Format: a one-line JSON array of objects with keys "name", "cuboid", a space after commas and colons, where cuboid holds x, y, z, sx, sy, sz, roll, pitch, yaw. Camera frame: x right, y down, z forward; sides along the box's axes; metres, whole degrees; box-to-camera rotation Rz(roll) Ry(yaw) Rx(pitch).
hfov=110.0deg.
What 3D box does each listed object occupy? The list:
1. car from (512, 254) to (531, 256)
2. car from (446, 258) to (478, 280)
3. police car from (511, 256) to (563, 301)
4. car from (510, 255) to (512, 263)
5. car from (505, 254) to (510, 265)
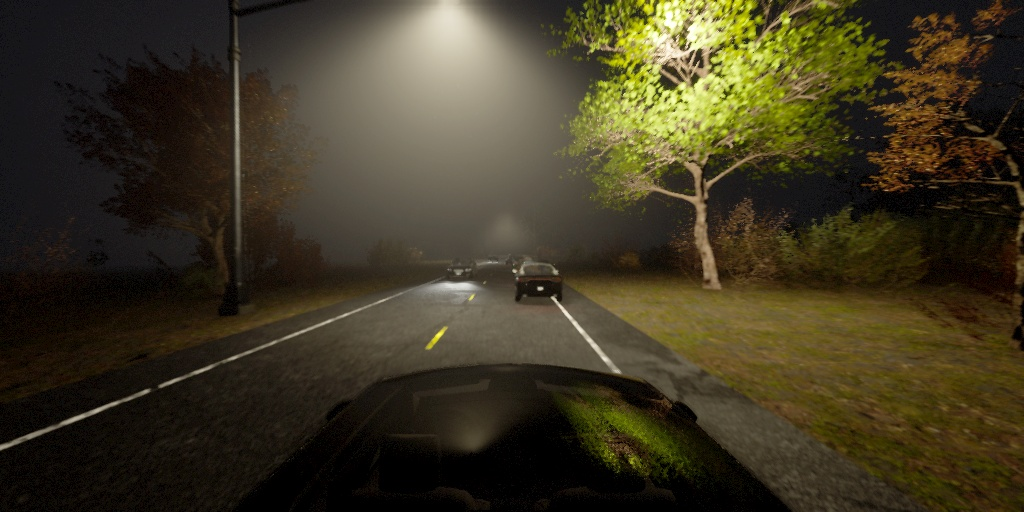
[{"name": "car", "cuboid": [1.062, 0.851, 26.075, 1.801, 1.575, 5.366, 0, 1, 0]}, {"name": "car", "cuboid": [-3.572, 0.883, 26.326, 2.128, 1.511, 4.902, 0, 1, 0]}, {"name": "police car", "cuboid": [1.057, 0.968, 15.994, 1.930, 1.638, 5.238, 0, 1, 0]}, {"name": "car", "cuboid": [1.064, 0.662, 31.853, 2.097, 1.767, 4.553, 0, 1, 0]}, {"name": "car", "cuboid": [0.042, 0.525, 53.073, 1.812, 1.442, 4.674, 0, 1, 0]}]
